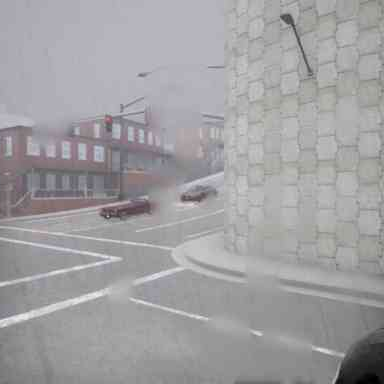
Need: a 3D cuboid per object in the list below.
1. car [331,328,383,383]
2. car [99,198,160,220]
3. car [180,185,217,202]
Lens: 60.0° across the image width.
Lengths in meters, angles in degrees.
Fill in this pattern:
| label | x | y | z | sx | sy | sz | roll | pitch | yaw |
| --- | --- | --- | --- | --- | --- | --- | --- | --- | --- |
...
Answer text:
| label | x | y | z | sx | sy | sz | roll | pitch | yaw |
| --- | --- | --- | --- | --- | --- | --- | --- | --- | --- |
| car | 3.308 | 1.492 | 1.604 | 4.902 | 1.511 | 2.128 | 0 | 0 | 36 |
| car | -4.560 | 1.187 | 24.729 | 1.895 | 1.301 | 4.718 | 0 | 5 | 35 |
| car | 0.675 | 0.077 | 32.116 | 1.994 | 1.385 | 4.181 | 0 | 9 | 36 |
